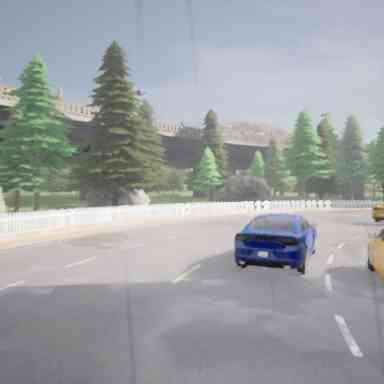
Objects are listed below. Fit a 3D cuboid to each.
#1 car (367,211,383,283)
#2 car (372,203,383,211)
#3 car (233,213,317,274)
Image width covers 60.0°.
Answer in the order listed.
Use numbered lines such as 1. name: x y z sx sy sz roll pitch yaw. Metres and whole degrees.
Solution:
1. car: 5.215 1.439 7.493 1.882 1.535 5.008 1 0 21
2. car: 14.660 1.353 23.151 5.008 1.535 1.882 0 0 -30
3. car: 2.828 1.399 10.604 1.882 1.535 5.008 1 1 25
